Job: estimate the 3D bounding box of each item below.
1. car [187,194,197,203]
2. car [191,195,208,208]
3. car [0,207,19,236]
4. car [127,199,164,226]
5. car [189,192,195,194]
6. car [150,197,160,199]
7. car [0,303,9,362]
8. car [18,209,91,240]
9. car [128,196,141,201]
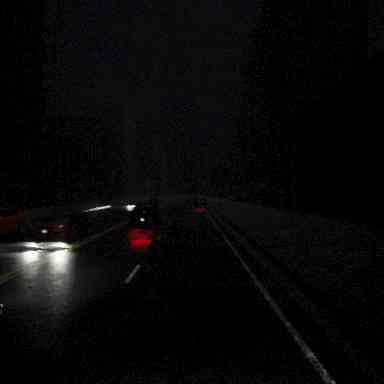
[{"bbox_3d":[0.018,1.582,67.405,2.033,1.411,5.357,0,0,0],"label":"car"},{"bbox_3d":[1.151,1.515,47.674,1.837,1.490,4.892,0,0,0],"label":"car"},{"bbox_3d":[-9.845,1.479,16.104,1.882,1.535,5.008,0,0,0],"label":"car"},{"bbox_3d":[-3.145,1.507,23.488,1.837,1.490,4.892,0,0,0],"label":"car"},{"bbox_3d":[0.023,1.113,87.214,2.150,2.045,5.566,0,0,0],"label":"car"},{"bbox_3d":[-6.530,1.563,58.216,2.033,1.411,5.357,0,0,1],"label":"car"},{"bbox_3d":[-3.148,1.491,2.115,2.128,1.511,4.902,0,0,0],"label":"car"},{"bbox_3d":[-6.595,1.565,16.834,1.994,1.385,4.181,0,0,0],"label":"car"},{"bbox_3d":[-9.792,1.506,57.023,2.128,1.511,4.902,0,0,1],"label":"car"}]
